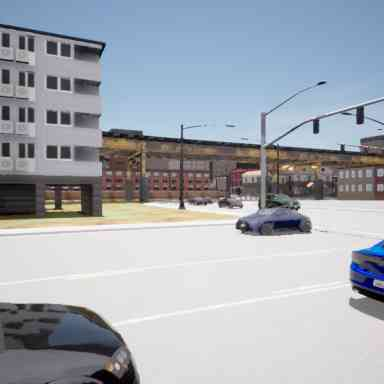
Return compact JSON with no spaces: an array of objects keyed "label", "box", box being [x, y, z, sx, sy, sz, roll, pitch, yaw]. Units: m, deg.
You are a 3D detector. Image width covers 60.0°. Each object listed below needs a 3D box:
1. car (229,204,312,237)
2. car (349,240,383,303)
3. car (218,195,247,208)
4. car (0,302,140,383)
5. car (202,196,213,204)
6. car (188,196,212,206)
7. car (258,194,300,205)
[{"label":"car","box":[4.473,1.564,18.157,4.181,1.385,1.994,0,0,-24]},{"label":"car","box":[5.578,1.478,6.923,5.008,1.535,1.882,0,0,-25]},{"label":"car","box":[5.295,1.526,46.450,1.812,1.442,4.674,0,0,-25]},{"label":"car","box":[-2.552,1.564,2.680,4.181,1.385,1.994,0,0,-32]},{"label":"car","box":[2.996,1.547,65.175,2.033,1.411,5.357,0,0,3]},{"label":"car","box":[0.874,1.547,55.900,2.033,1.411,5.357,0,0,-20]},{"label":"car","box":[9.668,1.222,37.296,2.150,2.045,5.566,0,0,-26]}]
